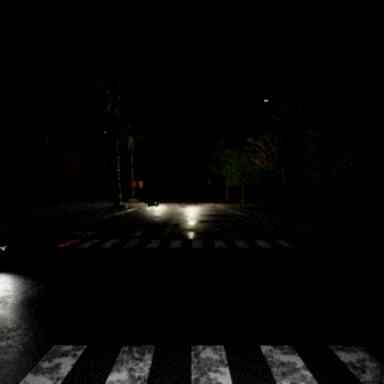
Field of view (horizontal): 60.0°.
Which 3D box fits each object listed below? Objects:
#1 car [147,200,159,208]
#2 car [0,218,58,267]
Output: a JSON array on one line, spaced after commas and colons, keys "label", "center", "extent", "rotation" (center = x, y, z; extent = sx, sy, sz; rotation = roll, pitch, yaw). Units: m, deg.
[{"label": "car", "center": [-7.350, 2.215, 62.786], "extent": [1.837, 1.490, 4.892], "rotation": [0, 0, -4]}, {"label": "car", "center": [-6.482, 1.728, 12.152], "extent": [1.812, 1.442, 4.674], "rotation": [0, 0, 0]}]
